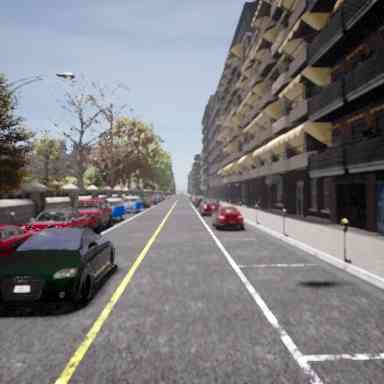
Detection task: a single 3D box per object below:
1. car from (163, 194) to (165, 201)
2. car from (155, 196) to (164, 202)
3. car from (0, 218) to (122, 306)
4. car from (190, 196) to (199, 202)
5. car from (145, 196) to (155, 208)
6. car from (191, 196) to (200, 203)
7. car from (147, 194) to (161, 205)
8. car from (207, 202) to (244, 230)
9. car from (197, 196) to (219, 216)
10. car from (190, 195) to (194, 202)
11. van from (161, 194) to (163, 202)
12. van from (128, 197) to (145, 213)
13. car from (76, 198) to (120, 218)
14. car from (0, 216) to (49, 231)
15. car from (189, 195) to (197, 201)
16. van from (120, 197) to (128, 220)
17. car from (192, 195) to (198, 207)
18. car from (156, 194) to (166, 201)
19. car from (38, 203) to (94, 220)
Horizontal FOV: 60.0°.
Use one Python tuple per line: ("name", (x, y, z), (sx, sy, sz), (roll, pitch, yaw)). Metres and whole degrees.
("car", (-7.805, 1.670, 76.721), (1.802, 1.307, 4.206), (-1, 0, -2))
("car", (-7.965, 1.640, 82.350), (1.887, 1.381, 4.507), (-1, 0, -2))
("car", (-3.167, 1.590, 8.088), (1.994, 1.385, 4.181), (-1, 0, -2))
("car", (0.571, 1.567, 76.959), (1.802, 1.307, 4.206), (-1, 0, -2))
("car", (-7.010, 1.630, 48.582), (1.947, 1.339, 4.313), (-1, 0, -2))
("car", (0.725, 1.504, 71.500), (1.752, 1.417, 4.829), (-1, 0, -2))
("car", (-7.331, 1.386, 59.837), (2.192, 1.841, 5.009), (-1, 0, -2))
("car", (2.163, 1.538, 20.677), (1.802, 1.307, 4.206), (-1, 0, -2))
("car", (1.842, 1.398, 31.934), (1.967, 1.590, 4.097), (-1, 0, -2))
("car", (1.047, 1.408, 60.074), (1.967, 1.590, 4.097), (-1, 0, -2))
("van", (-7.649, 1.422, 71.093), (1.690, 1.788, 3.998), (-1, 0, -2))
("van", (-6.695, 1.402, 37.326), (1.690, 1.788, 3.998), (-1, 0, -2))
("car", (-6.217, 1.374, 20.441), (2.192, 1.841, 5.009), (-1, 0, -2))
("car", (-5.896, 1.603, 9.186), (1.887, 1.381, 4.507), (-1, 0, -2))
("car", (0.253, 1.566, 88.217), (1.947, 1.339, 4.313), (-1, 0, -2))
("van", (-6.376, 1.401, 26.069), (1.690, 1.788, 3.998), (-1, 0, -2))
("car", (1.366, 1.528, 48.819), (1.947, 1.339, 4.313), (-1, 0, -2))
("car", (-8.126, 1.418, 87.980), (2.192, 1.841, 5.009), (-1, 0, -2))
("car", (-6.056, 1.498, 14.812), (1.967, 1.590, 4.097), (-1, 0, -2))
